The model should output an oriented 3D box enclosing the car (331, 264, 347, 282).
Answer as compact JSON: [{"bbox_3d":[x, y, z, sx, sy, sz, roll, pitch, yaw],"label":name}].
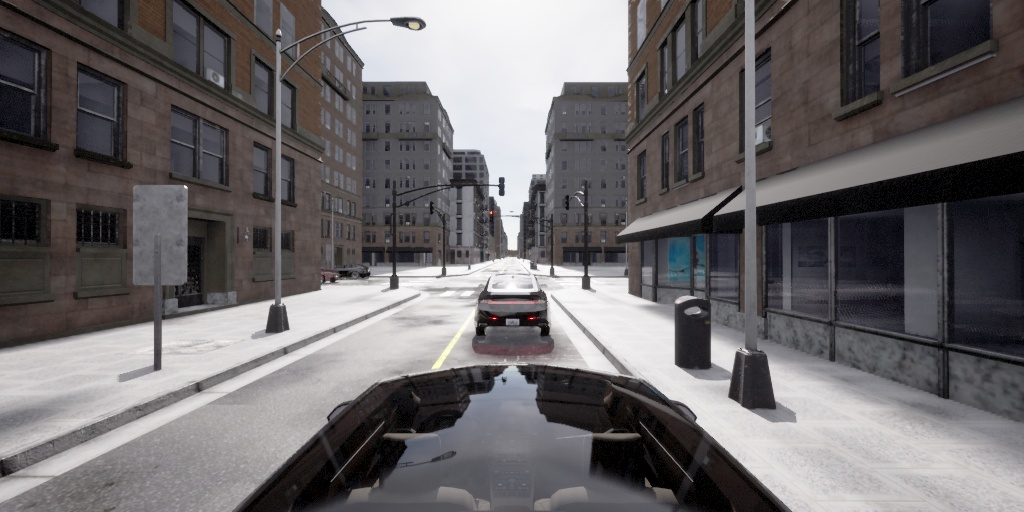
[{"bbox_3d":[-14.735,1.300,26.074,4.181,1.385,1.994,0,0,0],"label":"car"}]

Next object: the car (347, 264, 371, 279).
[{"bbox_3d":[-14.677,1.330,31.557,4.313,1.339,1.948,0,0,0],"label":"car"}]

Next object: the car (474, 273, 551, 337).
[{"bbox_3d":[0.024,1.242,10.341,2.128,1.511,4.902,0,0,0],"label":"car"}]

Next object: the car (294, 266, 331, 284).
[{"bbox_3d":[-14.707,1.289,23.531,4.313,1.339,1.948,0,0,0],"label":"car"}]
